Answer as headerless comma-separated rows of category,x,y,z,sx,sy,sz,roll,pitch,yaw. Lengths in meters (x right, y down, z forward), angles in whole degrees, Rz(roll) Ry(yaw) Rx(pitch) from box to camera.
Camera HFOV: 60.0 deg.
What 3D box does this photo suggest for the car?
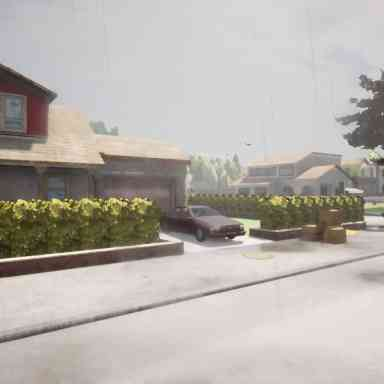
car,0.137,1.356,15.506,2.033,1.415,5.357,0,0,-33
